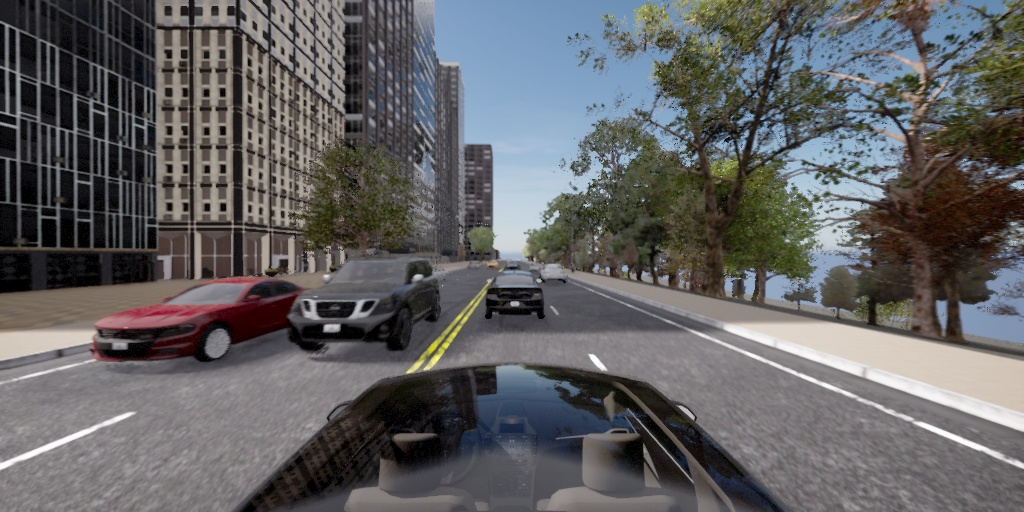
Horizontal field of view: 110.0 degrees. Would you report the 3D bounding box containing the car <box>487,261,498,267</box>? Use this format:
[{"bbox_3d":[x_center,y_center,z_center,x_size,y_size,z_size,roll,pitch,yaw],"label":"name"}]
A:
[{"bbox_3d":[-3.367,1.541,62.480,1.882,1.535,5.008,0,0,0],"label":"car"}]

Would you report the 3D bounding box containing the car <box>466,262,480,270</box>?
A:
[{"bbox_3d":[-6.619,1.660,61.402,1.895,1.301,4.718,0,0,1],"label":"car"}]

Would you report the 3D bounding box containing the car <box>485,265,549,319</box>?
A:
[{"bbox_3d":[0.086,1.281,13.195,1.882,1.535,5.008,0,0,0],"label":"car"}]

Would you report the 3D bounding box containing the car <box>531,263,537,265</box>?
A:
[{"bbox_3d":[3.265,1.574,47.096,1.895,1.301,4.718,0,0,0],"label":"car"}]

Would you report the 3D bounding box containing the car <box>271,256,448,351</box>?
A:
[{"bbox_3d":[-3.358,1.012,9.459,2.150,2.045,5.566,0,0,0],"label":"car"}]

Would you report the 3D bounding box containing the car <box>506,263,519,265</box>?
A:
[{"bbox_3d":[0.041,1.429,36.892,1.837,1.490,4.892,0,0,0],"label":"car"}]

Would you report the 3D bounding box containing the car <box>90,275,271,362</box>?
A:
[{"bbox_3d":[-6.606,1.266,8.532,1.882,1.535,5.008,0,0,0],"label":"car"}]

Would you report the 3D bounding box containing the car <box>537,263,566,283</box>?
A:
[{"bbox_3d":[3.280,1.406,29.542,1.812,1.442,4.674,0,0,0],"label":"car"}]
